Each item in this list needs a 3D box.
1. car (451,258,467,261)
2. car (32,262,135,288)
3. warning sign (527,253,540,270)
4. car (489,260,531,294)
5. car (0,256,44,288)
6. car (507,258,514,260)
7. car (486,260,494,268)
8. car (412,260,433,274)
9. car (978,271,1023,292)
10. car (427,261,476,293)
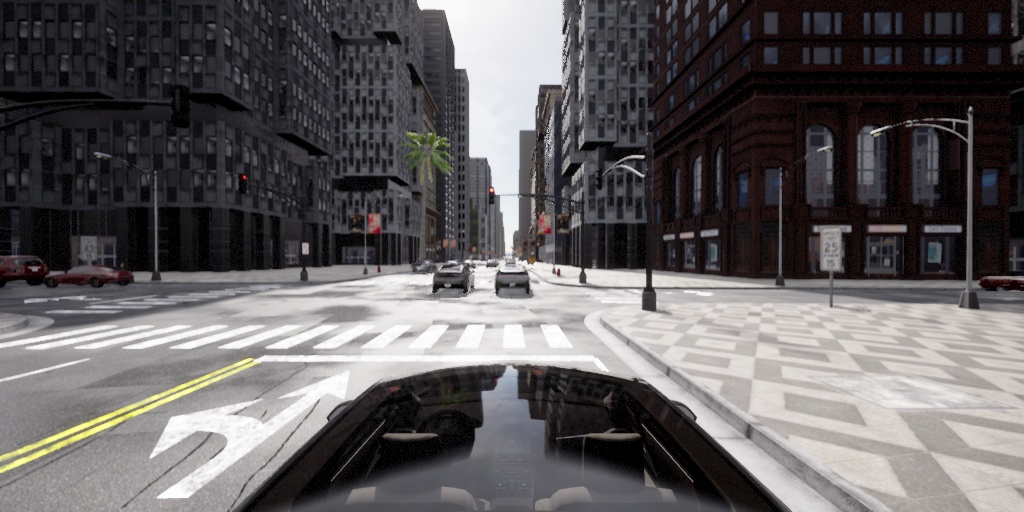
[{"bbox_3d":[-6.756,1.268,40.456,2.033,1.411,5.357,0,0,0],"label":"car"},{"bbox_3d":[-25.148,1.194,21.405,4.207,1.307,1.802,0,0,-1],"label":"car"},{"bbox_3d":[2.661,0.855,47.606,1.300,1.860,1.060,0,0,0],"label":"warning sign"},{"bbox_3d":[0.022,1.205,20.188,2.128,1.511,4.902,0,0,0],"label":"car"},{"bbox_3d":[-30.787,0.907,21.294,5.009,1.841,2.192,0,0,-1],"label":"car"},{"bbox_3d":[-0.206,1.360,61.611,2.033,1.411,5.357,0,0,0],"label":"car"},{"bbox_3d":[-3.500,1.365,62.329,2.033,1.411,5.357,0,0,0],"label":"car"},{"bbox_3d":[-10.006,1.215,41.089,2.128,1.511,4.902,0,0,0],"label":"car"},{"bbox_3d":[28.831,1.460,19.587,4.718,1.301,1.895,0,0,0],"label":"car"},{"bbox_3d":[-3.230,1.209,20.369,1.837,1.490,4.892,0,0,0],"label":"car"}]
